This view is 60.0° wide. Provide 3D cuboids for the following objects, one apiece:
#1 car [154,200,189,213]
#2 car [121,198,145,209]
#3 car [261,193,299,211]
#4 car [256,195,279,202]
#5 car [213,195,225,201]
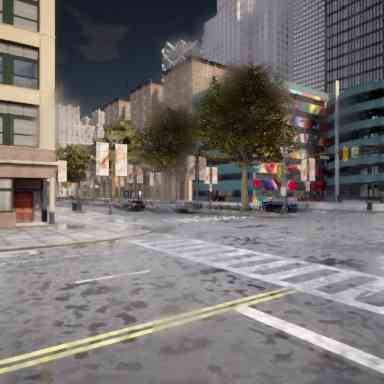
[{"bbox_3d":[-2.350,1.600,37.770,1.895,1.301,4.718,0,0,-36],"label":"car"},{"bbox_3d":[-8.152,1.563,45.860,1.994,1.385,4.181,0,0,-37],"label":"car"},{"bbox_3d":[10.459,1.351,40.085,2.097,1.767,4.553,0,0,-38],"label":"car"},{"bbox_3d":[16.242,1.318,71.960,2.002,1.452,4.674,0,0,-36],"label":"car"},{"bbox_3d":[5.770,1.412,79.449,2.161,1.482,4.786,0,0,-36],"label":"car"}]
